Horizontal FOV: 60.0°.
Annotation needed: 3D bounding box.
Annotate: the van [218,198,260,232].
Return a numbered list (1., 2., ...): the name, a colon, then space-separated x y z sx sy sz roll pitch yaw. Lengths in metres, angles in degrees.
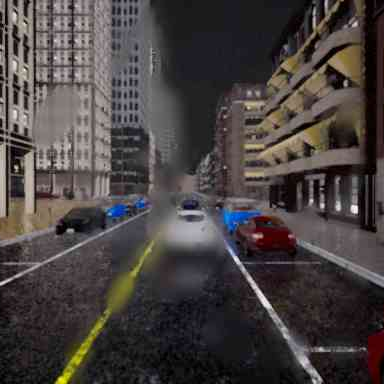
1. van: 2.581 1.226 18.029 1.690 1.788 3.998 0 0 0

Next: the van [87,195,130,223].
1. van: -5.834 1.193 23.627 1.690 1.788 3.998 0 0 0

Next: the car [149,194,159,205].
1. car: -6.003 1.125 51.870 1.967 1.590 4.097 0 0 0

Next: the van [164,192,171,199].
1. van: -6.198 0.845 84.342 1.690 1.788 3.998 0 0 0

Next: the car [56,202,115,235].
1. car: -5.799 1.452 17.980 1.947 1.339 4.313 0 0 0

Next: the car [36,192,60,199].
1. car: -27.084 0.728 62.508 4.206 1.307 1.802 1 -1 0

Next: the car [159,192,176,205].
1. car: -3.350 1.183 50.767 2.128 1.511 4.902 0 0 0

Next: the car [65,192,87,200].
1. car: -21.508 0.693 62.557 4.097 1.590 1.967 1 -1 0

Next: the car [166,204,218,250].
1. car: -0.030 1.438 13.654 1.812 1.442 4.674 0 1 0

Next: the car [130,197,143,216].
1. car: -5.867 1.368 29.277 2.008 1.369 4.403 0 0 0

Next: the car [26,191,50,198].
1. car: -32.789 0.560 70.840 4.206 1.307 1.802 1 -1 0

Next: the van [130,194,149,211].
1. van: -5.901 1.125 34.924 1.690 1.788 3.998 0 0 0

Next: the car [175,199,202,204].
1. car: -0.122 1.389 28.142 1.994 1.385 4.181 0 0 0

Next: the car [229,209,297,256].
1. car: 2.615 1.502 12.382 1.802 1.307 4.206 0 0 0

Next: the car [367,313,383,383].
1. car: 2.683 1.307 1.083 2.192 1.841 5.009 0 0 0

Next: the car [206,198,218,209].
1. car: 2.480 1.334 34.975 2.008 1.369 4.403 0 0 0
